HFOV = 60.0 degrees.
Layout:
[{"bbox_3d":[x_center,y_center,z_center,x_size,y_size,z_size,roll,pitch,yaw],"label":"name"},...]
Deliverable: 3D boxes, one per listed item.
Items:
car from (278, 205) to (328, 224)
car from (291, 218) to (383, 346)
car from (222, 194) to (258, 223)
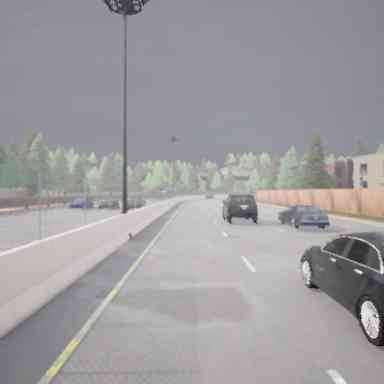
[{"bbox_3d":[7.062,1.539,21.489,2.033,1.411,5.357,0,0,0],"label":"car"},{"bbox_3d":[3.559,1.503,6.291,1.837,1.490,4.892,0,0,1],"label":"car"},{"bbox_3d":[3.584,1.210,25.386,2.150,2.045,5.566,0,0,0],"label":"car"}]
